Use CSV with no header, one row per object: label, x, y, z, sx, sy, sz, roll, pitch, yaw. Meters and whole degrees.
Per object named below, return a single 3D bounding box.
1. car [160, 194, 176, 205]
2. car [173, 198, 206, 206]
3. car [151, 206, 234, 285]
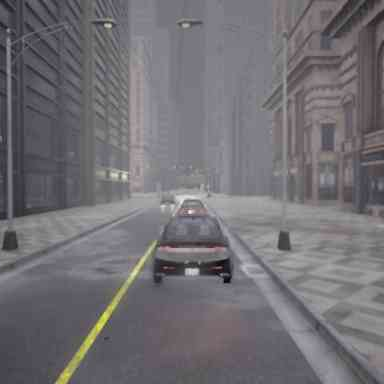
car,-3.137,0.933,44.447,2.033,1.411,5.357,0,1,0
car,0.021,1.222,23.737,2.033,1.411,5.357,0,1,0
car,0.035,1.367,9.140,2.128,1.511,4.902,0,1,1
